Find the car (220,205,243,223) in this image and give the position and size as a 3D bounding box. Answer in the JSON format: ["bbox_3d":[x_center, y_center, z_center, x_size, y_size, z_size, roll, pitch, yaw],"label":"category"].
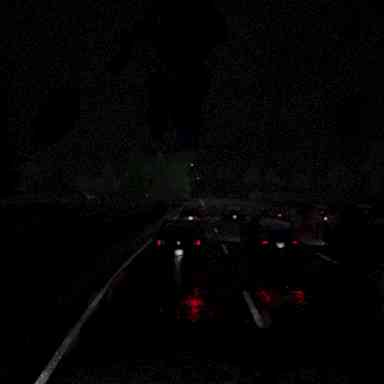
[{"bbox_3d":[3.478,1.825,28.854,1.812,1.442,4.674,0,0,2],"label":"car"}]

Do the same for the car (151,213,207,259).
[{"bbox_3d":[-0.374,1.740,13.287,1.895,1.301,4.718,0,-1,1],"label":"car"}]

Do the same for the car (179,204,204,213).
[{"bbox_3d":[-0.033,1.803,28.530,1.837,1.490,4.892,0,0,2],"label":"car"}]

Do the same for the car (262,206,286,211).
[{"bbox_3d":[6.967,1.860,28.393,1.994,1.385,4.181,0,-1,2],"label":"car"}]

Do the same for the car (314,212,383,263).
[{"bbox_3d":[6.599,1.678,12.384,2.033,1.411,5.357,0,-1,2],"label":"car"}]

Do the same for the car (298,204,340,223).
[{"bbox_3d":[10.464,1.801,28.290,1.837,1.490,4.892,0,0,2],"label":"car"}]

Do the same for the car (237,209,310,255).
[{"bbox_3d":[3.144,1.670,13.849,1.812,1.442,4.674,0,0,2],"label":"car"}]

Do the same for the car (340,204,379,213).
[{"bbox_3d":[13.963,1.801,28.213,1.837,1.490,4.892,0,0,2],"label":"car"}]
